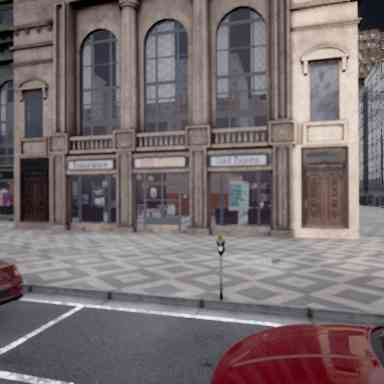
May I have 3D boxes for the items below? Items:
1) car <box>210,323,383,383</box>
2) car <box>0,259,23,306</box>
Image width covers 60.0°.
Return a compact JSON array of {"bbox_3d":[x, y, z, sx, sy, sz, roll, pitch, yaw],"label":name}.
[{"bbox_3d":[2.560,1.484,2.058,5.008,1.535,1.882,0,0,14],"label":"car"},{"bbox_3d":[-5.229,1.609,6.230,4.206,1.307,1.802,0,0,15],"label":"car"}]
